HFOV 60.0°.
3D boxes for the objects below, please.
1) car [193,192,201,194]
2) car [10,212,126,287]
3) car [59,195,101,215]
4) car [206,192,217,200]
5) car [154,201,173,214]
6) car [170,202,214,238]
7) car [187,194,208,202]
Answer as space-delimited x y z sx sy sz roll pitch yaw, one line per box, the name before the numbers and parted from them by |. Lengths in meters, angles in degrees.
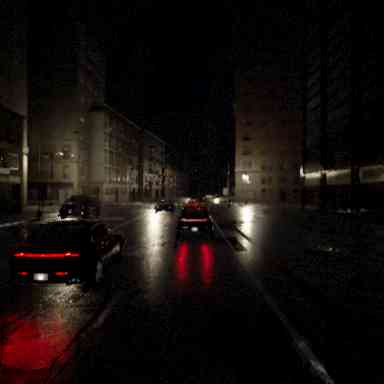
car | 1.436 1.073 87.654 2.150 2.045 5.566 0 0 8
car | -3.133 1.524 9.342 1.837 1.490 4.892 0 0 0
car | -9.678 1.255 29.276 2.150 2.045 5.566 0 0 1
car | 4.657 1.077 87.218 2.150 2.045 5.566 0 0 8
car | -2.822 1.630 36.038 1.895 1.301 4.718 0 0 2
car | 0.139 1.530 17.987 2.128 1.511 4.902 0 0 0
car | 0.508 1.382 37.898 2.097 1.767 4.553 0 0 2
